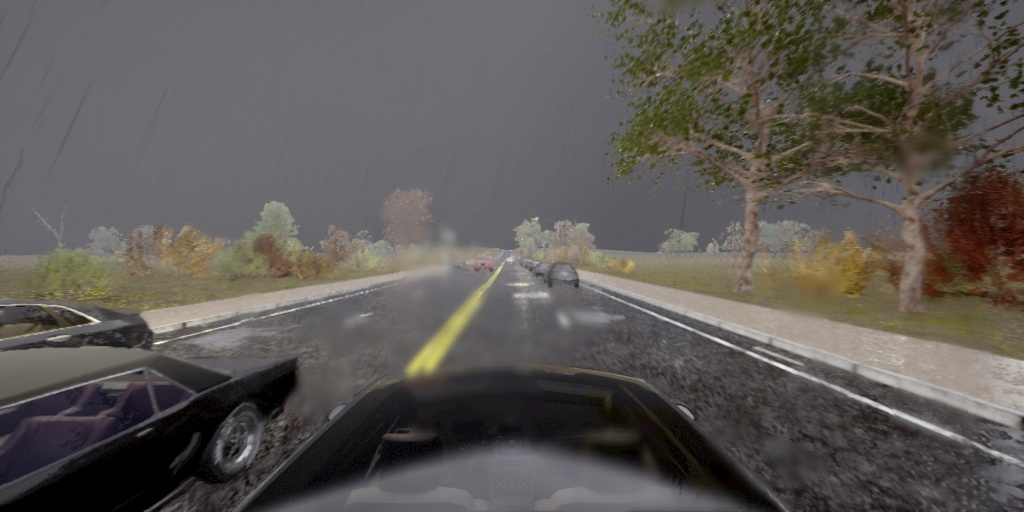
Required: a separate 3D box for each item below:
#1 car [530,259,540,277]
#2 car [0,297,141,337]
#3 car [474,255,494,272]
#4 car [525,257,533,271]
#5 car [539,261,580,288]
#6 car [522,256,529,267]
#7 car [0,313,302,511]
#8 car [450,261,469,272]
[{"bbox_3d":[3.155,1.298,34.911,1.994,1.385,4.181,0,0,0],"label":"car"},{"bbox_3d":[-6.598,1.258,3.620,1.837,1.490,4.892,0,0,0],"label":"car"},{"bbox_3d":[-3.482,0.949,45.504,2.150,2.045,5.566,0,0,0],"label":"car"},{"bbox_3d":[3.074,1.249,45.922,1.812,1.442,4.674,0,0,0],"label":"car"},{"bbox_3d":[3.211,1.174,23.900,2.033,1.649,4.856,0,0,0],"label":"car"},{"bbox_3d":[2.974,1.213,56.926,1.837,1.490,4.892,0,0,-1],"label":"car"},{"bbox_3d":[-3.350,1.352,1.881,1.895,1.301,4.718,0,0,0],"label":"car"},{"bbox_3d":[-6.739,1.292,46.538,1.994,1.385,4.181,0,0,0],"label":"car"}]
